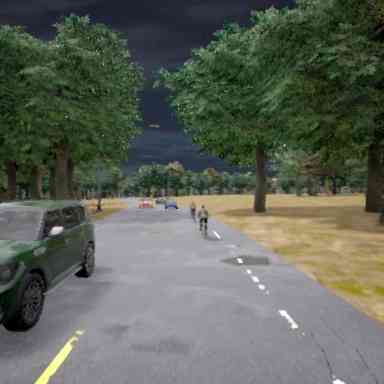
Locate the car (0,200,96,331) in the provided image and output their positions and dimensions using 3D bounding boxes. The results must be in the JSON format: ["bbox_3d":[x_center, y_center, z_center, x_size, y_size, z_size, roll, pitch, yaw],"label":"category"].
[{"bbox_3d":[-3.710,1.226,7.193,2.150,2.045,5.566,0,0,-1],"label":"car"}]

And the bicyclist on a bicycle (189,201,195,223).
[{"bbox_3d":[0.072,1.511,25.252,0.582,1.620,1.656,0,-1,-4],"label":"bicyclist on a bicycle"}]

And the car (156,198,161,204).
[{"bbox_3d":[-7.055,1.981,73.721,2.128,1.511,4.902,0,-1,-11],"label":"car"}]

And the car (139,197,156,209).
[{"bbox_3d":[-6.884,1.587,49.819,2.097,1.767,4.553,0,0,-7],"label":"car"}]

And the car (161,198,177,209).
[{"bbox_3d":[-3.236,1.784,50.109,2.033,1.411,5.357,0,0,-7],"label":"car"}]

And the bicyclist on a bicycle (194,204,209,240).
[{"bbox_3d":[0.563,1.474,16.261,0.582,1.620,1.656,0,0,-2],"label":"bicyclist on a bicycle"}]
